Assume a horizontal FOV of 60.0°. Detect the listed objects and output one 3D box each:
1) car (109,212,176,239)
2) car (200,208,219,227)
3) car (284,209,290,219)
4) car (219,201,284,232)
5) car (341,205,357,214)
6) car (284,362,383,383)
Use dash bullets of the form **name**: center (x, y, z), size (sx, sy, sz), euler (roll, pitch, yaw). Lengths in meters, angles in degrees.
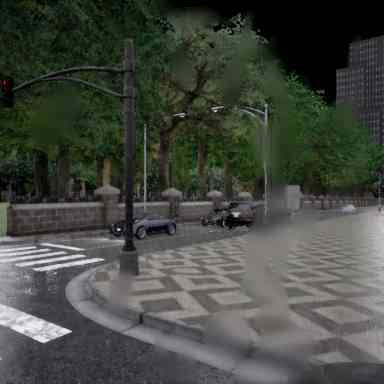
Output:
- **car**: center (-2.781, 1.886, 19.520), size (1.994, 1.385, 4.181), euler (0, -1, 35)
- **car**: center (2.551, 2.017, 27.035), size (1.837, 1.490, 4.892), euler (0, -2, 35)
- **car**: center (9.025, 2.346, 36.147), size (1.895, 1.301, 4.718), euler (0, -1, 35)
- **car**: center (4.483, 1.706, 24.233), size (2.150, 2.045, 5.566), euler (0, -1, 35)
- **car**: center (25.247, 2.768, 53.500), size (1.812, 1.442, 4.674), euler (0, -1, 35)
- **car**: center (2.349, 1.551, 1.281), size (4.403, 1.369, 2.008), euler (0, 0, 36)
